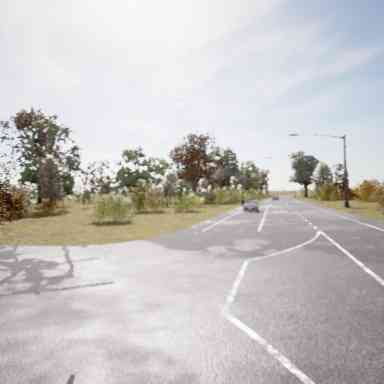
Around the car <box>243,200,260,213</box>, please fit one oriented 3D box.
[{"bbox_3d":[7.415,1.787,41.577,2.128,1.511,4.902,-2,-1,14],"label":"car"}]
